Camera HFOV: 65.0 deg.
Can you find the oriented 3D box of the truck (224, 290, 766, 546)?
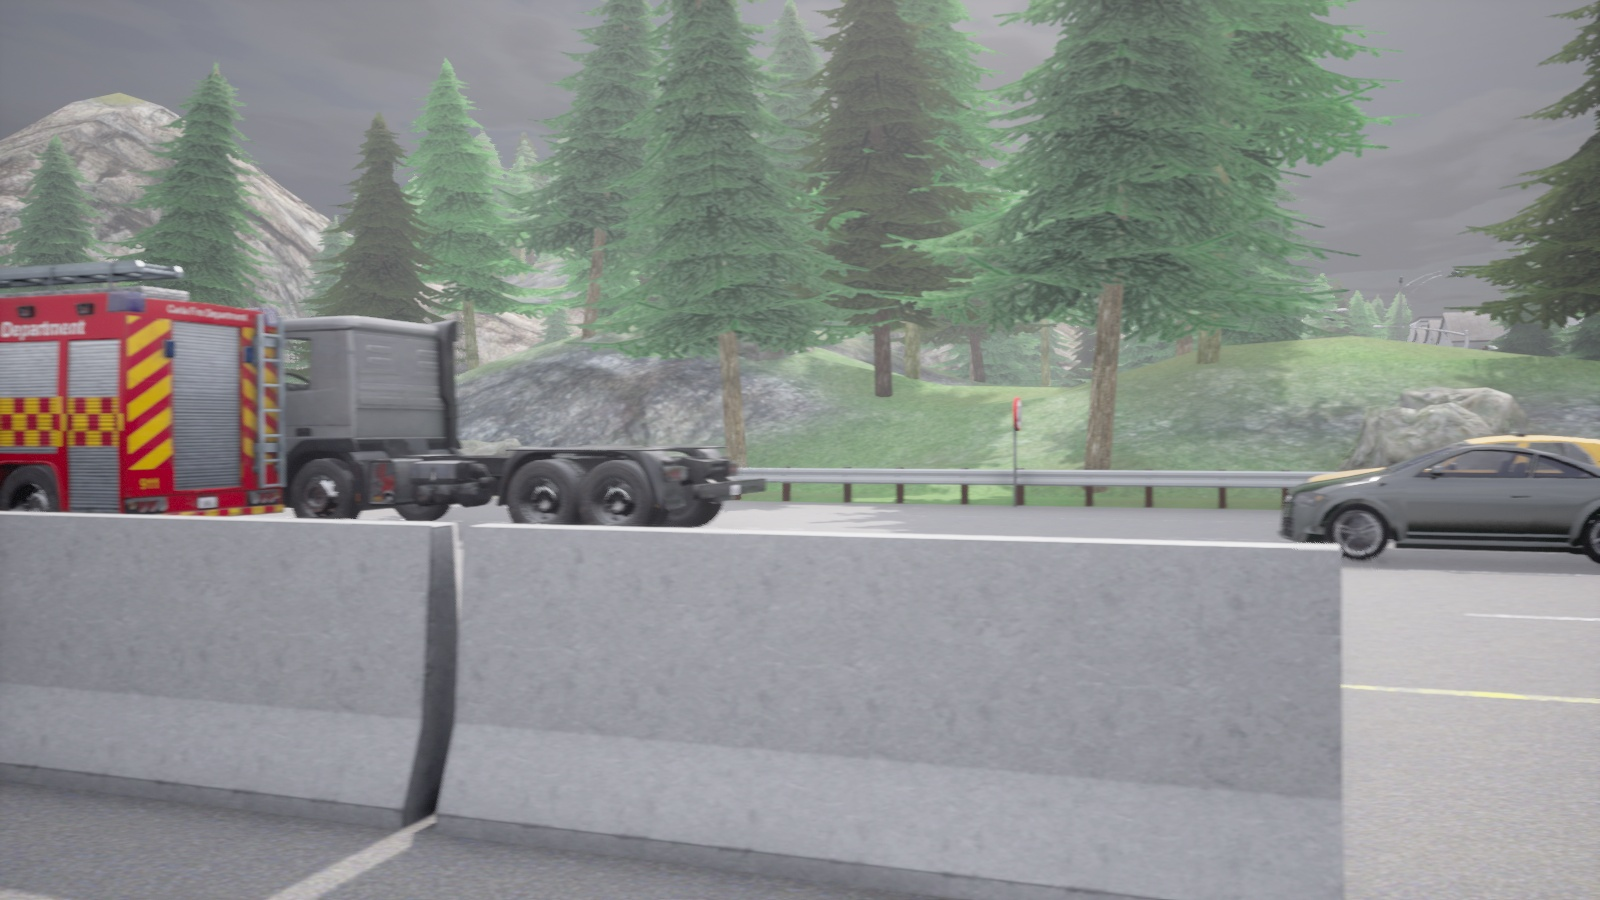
[{"bbox_3d":[-4.757,-0.489,19.655,7.936,3.462,2.891,1,1,19],"label":"truck"}]

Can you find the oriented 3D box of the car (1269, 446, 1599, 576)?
[{"bbox_3d":[7.961,0.675,15.269,4.181,1.385,1.994,1,1,19],"label":"car"}]

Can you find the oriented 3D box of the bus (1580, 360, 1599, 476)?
[{"bbox_3d":[34.726,-1.164,45.624,10.273,4.253,3.944,1,2,23],"label":"bus"}]

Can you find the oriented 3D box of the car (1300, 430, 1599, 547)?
[{"bbox_3d":[10.178,0.511,18.202,5.366,1.575,1.801,1,1,19],"label":"car"}]

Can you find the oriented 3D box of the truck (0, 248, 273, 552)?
[{"bbox_3d":[-12.253,-0.682,18.546,8.468,3.827,2.891,1,1,19],"label":"truck"}]
